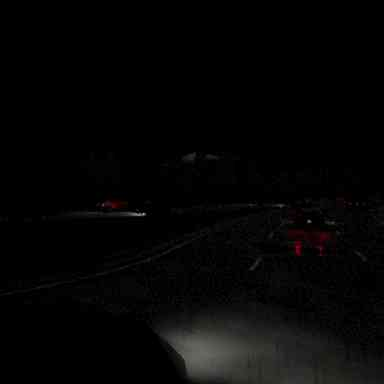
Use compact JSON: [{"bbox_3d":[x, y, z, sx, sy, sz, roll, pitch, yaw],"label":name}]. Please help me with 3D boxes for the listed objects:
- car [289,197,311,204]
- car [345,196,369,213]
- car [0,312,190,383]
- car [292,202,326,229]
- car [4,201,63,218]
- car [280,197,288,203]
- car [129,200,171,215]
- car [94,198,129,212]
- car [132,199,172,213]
[{"bbox_3d":[15.272,1.583,46.000,2.097,1.767,4.553,0,0,30],"label":"car"},{"bbox_3d":[20.571,1.452,41.253,2.150,2.045,5.566,0,0,28],"label":"car"},{"bbox_3d":[-2.235,1.506,2.017,4.892,1.490,1.837,0,2,-34],"label":"car"},{"bbox_3d":[8.163,1.643,22.903,1.812,1.442,4.674,0,0,21],"label":"car"},{"bbox_3d":[-14.615,1.565,30.892,4.902,1.511,2.128,0,0,-39],"label":"car"},{"bbox_3d":[19.586,1.683,68.251,1.895,1.301,4.718,0,0,33],"label":"car"},{"bbox_3d":[-4.199,1.690,35.641,1.994,1.385,4.181,0,0,43],"label":"car"},{"bbox_3d":[-9.474,1.479,40.251,2.097,1.767,4.553,0,0,43],"label":"car"},{"bbox_3d":[-4.768,1.669,40.160,1.812,1.442,4.674,0,0,41],"label":"car"}]
